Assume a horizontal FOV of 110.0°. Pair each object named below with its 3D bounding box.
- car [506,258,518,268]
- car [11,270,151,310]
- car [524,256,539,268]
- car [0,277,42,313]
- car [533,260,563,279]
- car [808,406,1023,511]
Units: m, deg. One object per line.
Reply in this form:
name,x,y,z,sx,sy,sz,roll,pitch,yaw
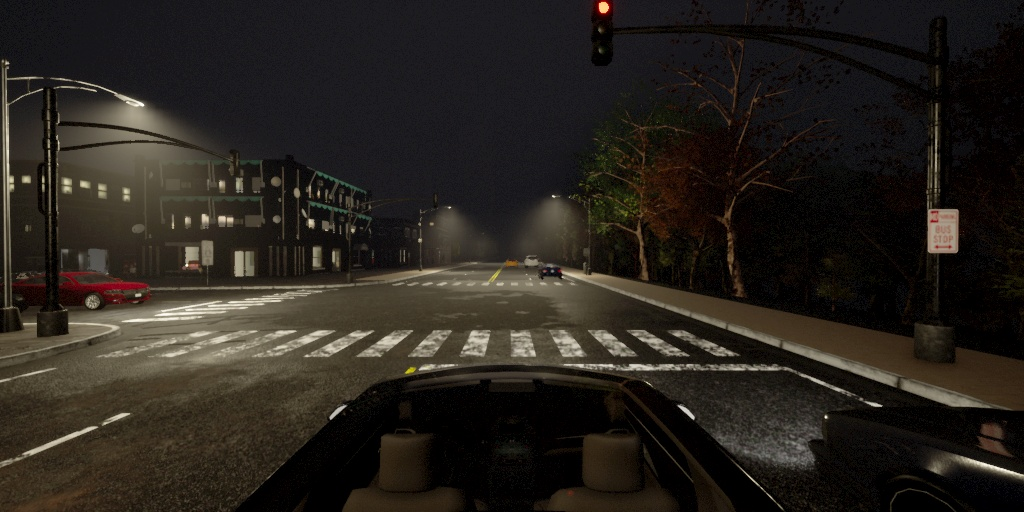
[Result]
car,-0.012,1.206,59.753,1.882,1.535,5.008,0,-1,0
car,-18.448,1.431,15.264,5.008,1.535,1.882,-1,1,-1
car,3.238,0.950,59.264,2.150,2.045,5.566,0,0,0
car,-19.968,1.565,12.541,4.313,1.339,1.948,0,0,0
car,3.293,1.287,31.716,2.033,1.411,5.357,0,0,0
car,3.353,1.298,0.426,2.033,1.411,5.357,0,0,0
